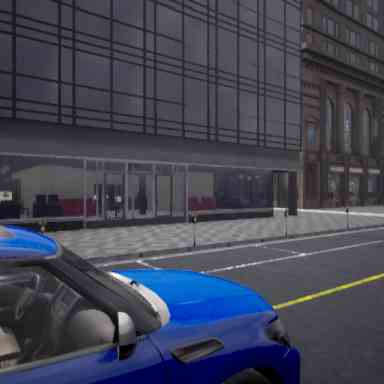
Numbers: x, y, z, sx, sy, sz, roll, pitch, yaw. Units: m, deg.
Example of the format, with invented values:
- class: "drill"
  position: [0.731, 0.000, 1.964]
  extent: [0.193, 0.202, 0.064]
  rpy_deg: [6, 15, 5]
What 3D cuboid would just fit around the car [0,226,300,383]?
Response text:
- class: "car"
  position: [-1.680, 1.230, 2.235]
  extent: [5.566, 2.045, 2.150]
  rpy_deg: [0, 0, -35]
